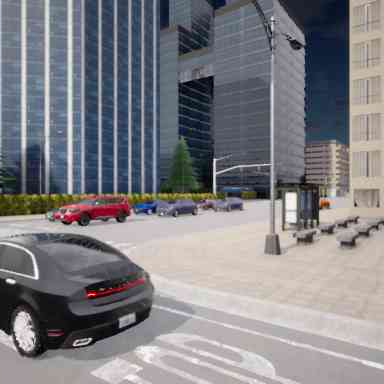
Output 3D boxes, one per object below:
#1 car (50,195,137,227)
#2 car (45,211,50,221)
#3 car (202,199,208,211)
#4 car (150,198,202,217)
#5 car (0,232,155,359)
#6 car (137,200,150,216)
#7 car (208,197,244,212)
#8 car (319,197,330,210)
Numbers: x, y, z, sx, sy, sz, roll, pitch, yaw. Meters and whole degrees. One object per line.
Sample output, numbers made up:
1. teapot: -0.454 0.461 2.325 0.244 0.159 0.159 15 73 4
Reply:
1. car: -6.917 1.274 24.073 2.150 2.045 5.566 0 0 36
2. car: -9.334 1.576 26.692 1.812 1.442 4.674 0 0 36
3. car: 1.943 1.576 42.370 1.812 1.442 4.674 0 0 36
4. car: -1.404 1.403 31.744 2.097 1.767 4.553 0 0 36
5. car: -2.859 1.506 6.032 4.892 1.490 1.837 1 0 36
6. car: -3.897 1.528 34.275 1.882 1.535 5.008 0 0 36
7. car: 4.340 1.403 39.712 2.097 1.767 4.553 0 0 36
8. car: 16.849 1.405 44.412 2.097 1.767 4.553 0 0 39
